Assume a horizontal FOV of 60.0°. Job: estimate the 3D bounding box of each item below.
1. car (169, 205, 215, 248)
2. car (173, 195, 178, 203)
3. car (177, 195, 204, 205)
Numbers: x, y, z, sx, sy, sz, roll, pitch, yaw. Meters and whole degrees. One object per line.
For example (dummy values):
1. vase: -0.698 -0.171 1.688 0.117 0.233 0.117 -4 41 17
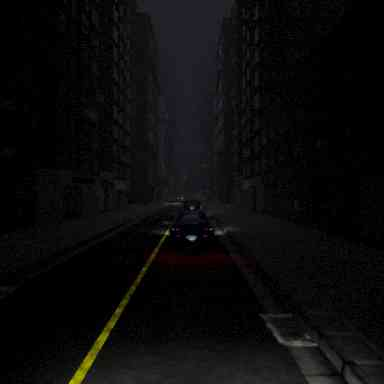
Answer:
1. car: 0.000 1.533 14.650 1.812 1.442 4.674 0 0 0
2. car: -2.750 1.345 68.429 2.097 1.767 4.553 0 0 0
3. car: 0.000 1.369 29.620 2.097 1.767 4.553 0 0 0
